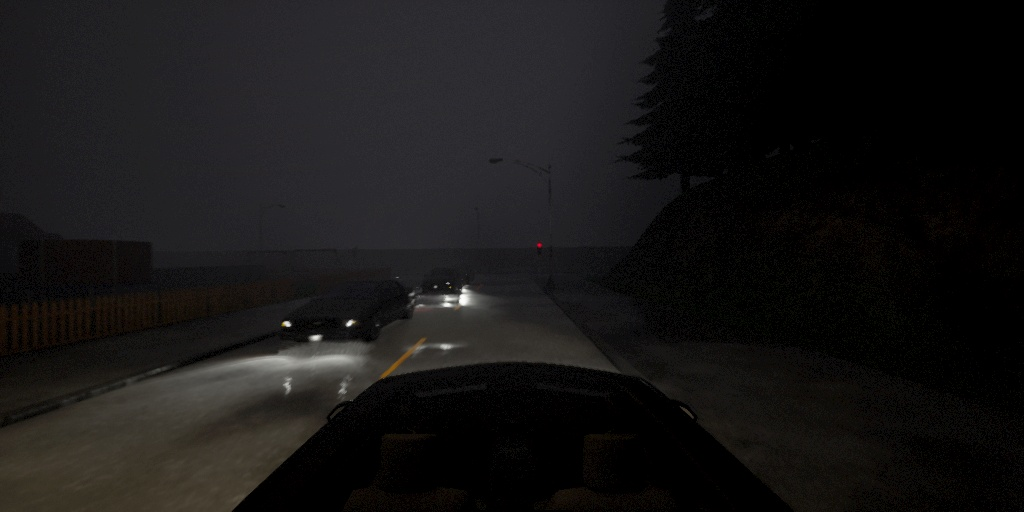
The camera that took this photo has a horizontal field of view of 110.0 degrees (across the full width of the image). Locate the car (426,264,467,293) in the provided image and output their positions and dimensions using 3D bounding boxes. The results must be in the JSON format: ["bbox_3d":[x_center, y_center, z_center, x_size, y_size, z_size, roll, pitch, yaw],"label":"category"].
[{"bbox_3d":[-4.144,1.430,21.796,1.837,1.490,4.892,-1,0,0],"label":"car"}]

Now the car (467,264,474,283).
[{"bbox_3d":[-4.161,1.410,28.996,2.128,1.511,4.902,-1,0,0],"label":"car"}]

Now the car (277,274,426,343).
[{"bbox_3d":[-4.216,1.377,10.337,2.033,1.411,5.357,-1,0,0],"label":"car"}]
